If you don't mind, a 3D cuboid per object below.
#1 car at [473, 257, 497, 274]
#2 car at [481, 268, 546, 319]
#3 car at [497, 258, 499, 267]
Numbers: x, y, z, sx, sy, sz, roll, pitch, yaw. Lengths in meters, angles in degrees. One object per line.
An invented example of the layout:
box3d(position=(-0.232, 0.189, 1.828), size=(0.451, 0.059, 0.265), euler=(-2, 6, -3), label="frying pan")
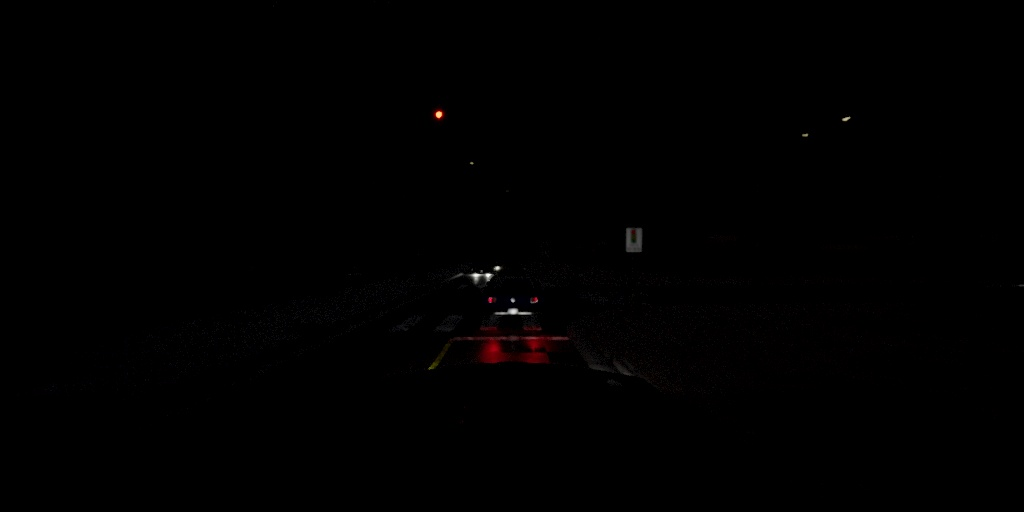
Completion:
box3d(position=(-3.006, 1.074, 37.903), size=(2.033, 1.411, 5.357), euler=(0, 0, 0), label="car")
box3d(position=(0.034, 1.280, 12.495), size=(1.895, 1.301, 4.718), euler=(0, 0, 0), label="car")
box3d(position=(-3.043, 0.904, 56.647), size=(1.882, 1.535, 5.008), euler=(0, 0, 0), label="car")
